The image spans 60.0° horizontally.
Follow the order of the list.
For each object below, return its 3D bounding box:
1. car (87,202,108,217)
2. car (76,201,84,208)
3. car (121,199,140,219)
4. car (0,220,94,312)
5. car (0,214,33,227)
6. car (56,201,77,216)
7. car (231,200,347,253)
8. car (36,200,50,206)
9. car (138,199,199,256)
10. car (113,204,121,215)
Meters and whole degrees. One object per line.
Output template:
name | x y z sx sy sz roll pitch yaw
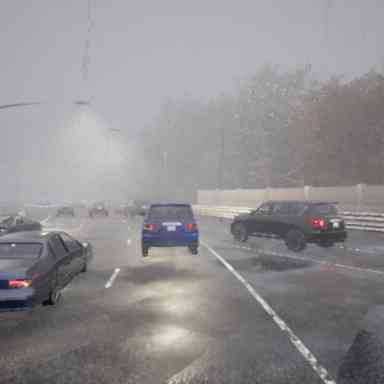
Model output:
car | -11.097 1.918 39.049 2.097 1.767 4.553 0 -1 -21
car | -23.887 2.565 68.809 1.994 1.385 4.181 0 -1 -39
car | -5.628 1.705 34.703 2.150 2.045 5.566 0 -1 -21
car | -3.837 1.673 8.187 2.033 1.411 5.357 0 -1 -5
car | -8.244 1.725 14.980 2.128 1.511 4.902 0 -1 -8
car | -15.430 2.128 40.509 1.812 1.442 4.674 0 -1 -22
car | 4.117 1.395 15.047 2.150 2.045 5.566 0 -1 -32
car | -37.399 2.812 83.406 4.181 1.385 1.994 -1 -1 41
car | -1.068 1.419 14.393 2.150 2.045 5.566 0 -1 -7
car | -9.149 2.183 43.548 1.994 1.385 4.181 0 -1 -22
